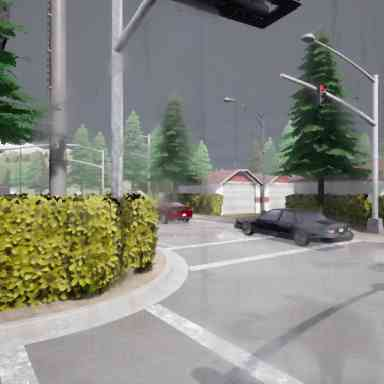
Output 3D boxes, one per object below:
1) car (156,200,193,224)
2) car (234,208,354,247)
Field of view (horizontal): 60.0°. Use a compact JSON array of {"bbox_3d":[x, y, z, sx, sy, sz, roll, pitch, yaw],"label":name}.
[{"bbox_3d":[-1.934,1.305,23.388,1.882,1.535,5.008,-1,1,-35],"label":"car"},{"bbox_3d":[4.264,1.421,14.795,2.033,1.411,5.357,0,2,-35],"label":"car"}]
